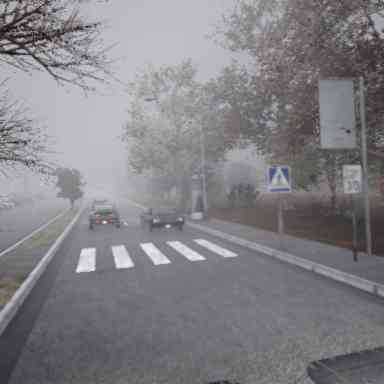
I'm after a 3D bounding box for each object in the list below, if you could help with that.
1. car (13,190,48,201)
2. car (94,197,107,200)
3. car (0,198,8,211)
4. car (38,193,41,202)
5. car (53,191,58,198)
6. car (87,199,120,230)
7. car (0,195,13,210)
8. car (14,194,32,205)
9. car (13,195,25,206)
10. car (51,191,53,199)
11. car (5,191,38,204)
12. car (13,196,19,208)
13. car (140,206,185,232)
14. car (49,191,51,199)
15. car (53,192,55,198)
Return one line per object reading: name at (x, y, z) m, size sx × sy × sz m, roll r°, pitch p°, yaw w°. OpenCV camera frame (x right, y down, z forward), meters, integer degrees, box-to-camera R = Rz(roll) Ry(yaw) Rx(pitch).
car at (-33.995, 1.166, 69.457) m, size 5.566 × 2.045 × 2.435 m, roll -4°, pitch 2°, yaw -36°
car at (-10.506, 1.385, 38.271) m, size 2.128 × 1.511 × 4.902 m, roll -2°, pitch 1°, yaw -16°
car at (-25.651, 1.930, 40.659) m, size 4.674 × 1.452 × 2.002 m, roll -4°, pitch 2°, yaw -36°
car at (-31.322, 1.532, 60.951) m, size 5.366 × 1.575 × 1.946 m, roll -4°, pitch 2°, yaw -36°
car at (-38.982, 0.970, 86.762) m, size 5.566 × 2.045 × 2.435 m, roll -4°, pitch 2°, yaw -36°
car at (-5.727, 1.493, 21.673) m, size 1.837 × 1.490 × 4.892 m, roll -2°, pitch 1°, yaw -16°
car at (-26.513, 1.720, 43.518) m, size 4.553 × 1.767 × 2.185 m, roll -4°, pitch 2°, yaw -36°
car at (-29.785, 1.672, 55.094) m, size 4.792 × 1.488 × 2.163 m, roll -4°, pitch 2°, yaw -36°
car at (-28.137, 1.747, 49.307) m, size 5.008 × 1.535 × 2.097 m, roll -4°, pitch 3°, yaw -36°
car at (-37.295, 1.279, 81.020) m, size 4.892 × 1.521 × 2.231 m, roll -4°, pitch 2°, yaw -36°
car at (-30.632, 1.342, 57.970) m, size 5.566 × 2.045 × 2.435 m, roll -4°, pitch 2°, yaw -36°
car at (-27.313, 1.837, 46.423) m, size 4.674 × 1.452 × 2.002 m, roll -4°, pitch 2°, yaw -36°
car at (-1.851, 1.464, 19.205) m, size 1.895 × 1.301 × 4.718 m, roll -2°, pitch 1°, yaw -16°
car at (-36.492, 1.185, 78.117) m, size 4.553 × 1.767 × 2.185 m, roll -4°, pitch 2°, yaw -36°
car at (-38.138, 1.278, 83.883) m, size 4.792 × 1.488 × 2.163 m, roll -4°, pitch 2°, yaw -36°
